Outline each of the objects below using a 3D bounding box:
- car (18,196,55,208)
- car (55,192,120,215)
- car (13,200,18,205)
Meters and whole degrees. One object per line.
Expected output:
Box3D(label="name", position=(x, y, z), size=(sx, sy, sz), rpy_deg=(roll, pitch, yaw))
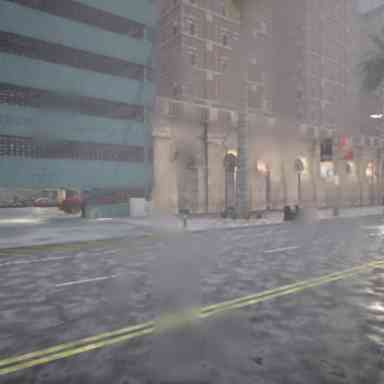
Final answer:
Box3D(label="car", position=(-21.104, 1.482, 46.365), size=(4.718, 1.301, 1.895), rpy_deg=(0, 0, -36))
Box3D(label="car", position=(-9.655, 1.018, 31.812), size=(5.566, 2.045, 2.435), rpy_deg=(0, 0, -36))
Box3D(label="car", position=(-27.523, 1.446, 56.037), size=(4.786, 1.482, 2.161), rpy_deg=(0, 0, -36))
